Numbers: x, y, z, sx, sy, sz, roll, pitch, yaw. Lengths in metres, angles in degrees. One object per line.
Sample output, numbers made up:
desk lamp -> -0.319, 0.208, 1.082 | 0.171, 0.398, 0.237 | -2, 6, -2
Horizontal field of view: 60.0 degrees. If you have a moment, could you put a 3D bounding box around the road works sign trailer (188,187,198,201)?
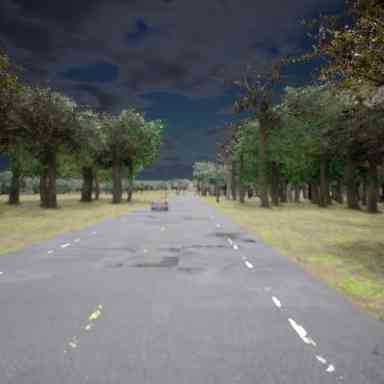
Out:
road works sign trailer -> 0.166, 0.424, 83.957 | 2.380, 3.560, 2.880 | 0, 0, -8

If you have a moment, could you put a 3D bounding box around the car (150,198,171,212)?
car -> -3.602, 1.470, 37.878 | 1.812, 1.442, 4.674 | 0, 0, 0

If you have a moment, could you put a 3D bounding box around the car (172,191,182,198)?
car -> -3.527, 0.795, 79.227 | 2.150, 2.045, 5.566 | 0, 0, 0
